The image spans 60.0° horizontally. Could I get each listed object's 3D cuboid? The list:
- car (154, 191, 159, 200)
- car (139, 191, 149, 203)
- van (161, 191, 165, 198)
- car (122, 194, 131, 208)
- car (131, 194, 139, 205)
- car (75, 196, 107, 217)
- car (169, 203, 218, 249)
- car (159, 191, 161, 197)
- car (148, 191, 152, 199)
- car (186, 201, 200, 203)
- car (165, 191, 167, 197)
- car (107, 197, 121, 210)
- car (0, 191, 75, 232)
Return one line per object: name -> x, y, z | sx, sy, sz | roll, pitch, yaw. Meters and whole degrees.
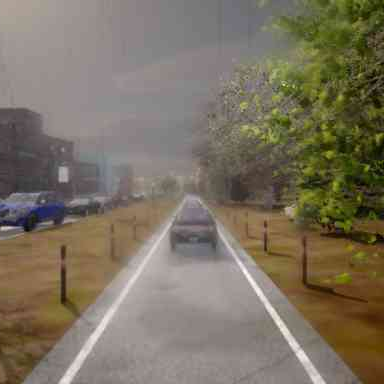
car -> -9.046, 0.746, 70.653 | 2.435, 2.045, 5.566 | 0, 0, 1
car -> -9.028, 1.060, 55.222 | 2.097, 1.535, 5.008 | 0, 0, 2
van -> -9.073, 0.678, 88.369 | 1.878, 1.987, 4.442 | 0, 0, 2
car -> -9.007, 1.169, 38.588 | 2.097, 1.535, 5.008 | 0, 0, 2
car -> -9.023, 1.116, 44.969 | 1.946, 1.575, 5.366 | 0, 0, 2
car -> -8.994, 1.214, 27.491 | 2.097, 1.535, 5.008 | 0, 0, 2
car -> 0.074, 1.467, 14.279 | 2.128, 1.511, 4.902 | 0, 0, 0
car -> -9.055, 0.992, 77.399 | 2.002, 1.452, 4.674 | 0, 0, 0
car -> -9.035, 1.017, 60.770 | 2.097, 1.535, 5.008 | 0, 0, 2
car -> 0.075, 1.472, 29.703 | 1.994, 1.385, 4.181 | 0, 0, 0
car -> -9.074, 0.857, 94.055 | 2.231, 1.521, 4.892 | 0, -1, -2
car -> -9.000, 1.202, 33.032 | 2.231, 1.521, 4.892 | 0, 1, 2
car -> -8.983, 0.986, 18.536 | 2.435, 2.045, 5.566 | 0, 0, 2
